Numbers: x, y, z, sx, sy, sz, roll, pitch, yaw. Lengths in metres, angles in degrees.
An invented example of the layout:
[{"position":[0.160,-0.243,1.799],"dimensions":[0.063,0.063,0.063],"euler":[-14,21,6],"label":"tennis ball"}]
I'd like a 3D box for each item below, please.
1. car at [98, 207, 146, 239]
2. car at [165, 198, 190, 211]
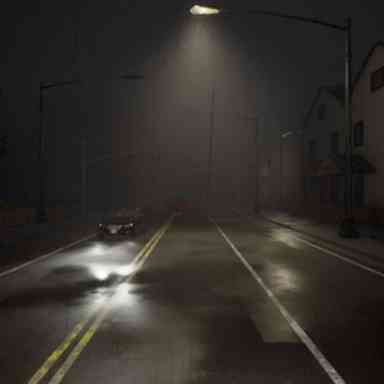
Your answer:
[{"position":[-3.632,1.574,17.895],"dimensions":[2.128,1.511,4.902],"euler":[0,0,0],"label":"car"},{"position":[-1.938,1.527,43.720],"dimensions":[2.097,1.767,4.553],"euler":[0,0,-24],"label":"car"}]
